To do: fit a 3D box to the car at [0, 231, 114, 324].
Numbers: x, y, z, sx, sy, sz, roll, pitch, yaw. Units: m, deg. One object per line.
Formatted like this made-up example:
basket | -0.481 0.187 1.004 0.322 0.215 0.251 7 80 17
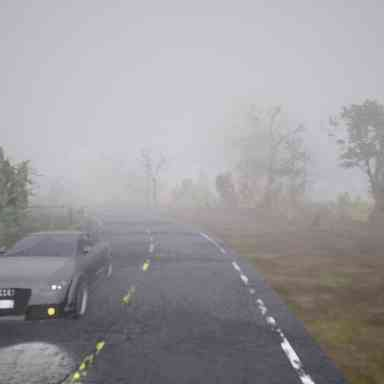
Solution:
car | -3.012 1.574 7.215 1.994 1.385 4.181 0 0 -2
